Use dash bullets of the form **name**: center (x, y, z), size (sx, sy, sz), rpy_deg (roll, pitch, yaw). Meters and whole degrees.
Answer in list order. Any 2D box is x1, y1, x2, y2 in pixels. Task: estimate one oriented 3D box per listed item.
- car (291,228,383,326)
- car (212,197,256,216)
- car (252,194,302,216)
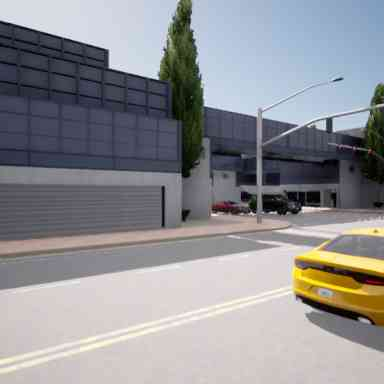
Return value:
- **car**: center (4.169, 1.480, 6.816), size (5.008, 1.535, 1.882), rpy_deg (0, 0, -36)
- **car**: center (3.760, 1.533, 33.166), size (1.812, 1.442, 4.674), rpy_deg (0, 0, -37)
- **car**: center (8.150, 1.231, 33.151), size (2.150, 2.045, 5.566), rpy_deg (0, 0, -37)
